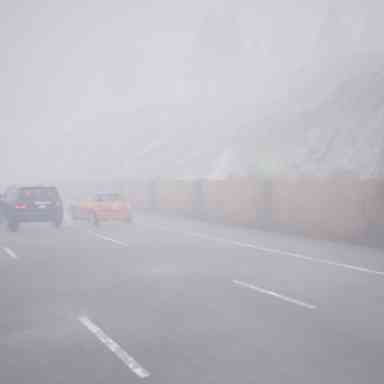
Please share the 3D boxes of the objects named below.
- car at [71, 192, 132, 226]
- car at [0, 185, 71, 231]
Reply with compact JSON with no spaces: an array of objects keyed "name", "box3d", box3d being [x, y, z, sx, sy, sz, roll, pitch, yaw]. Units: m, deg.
[{"name":"car","box3d":[-5.148,0.755,18.358,2.097,1.767,4.553,-1,2,-38]},{"name":"car","box3d":[-8.129,0.646,16.488,2.150,2.045,5.566,-1,2,-38]}]
